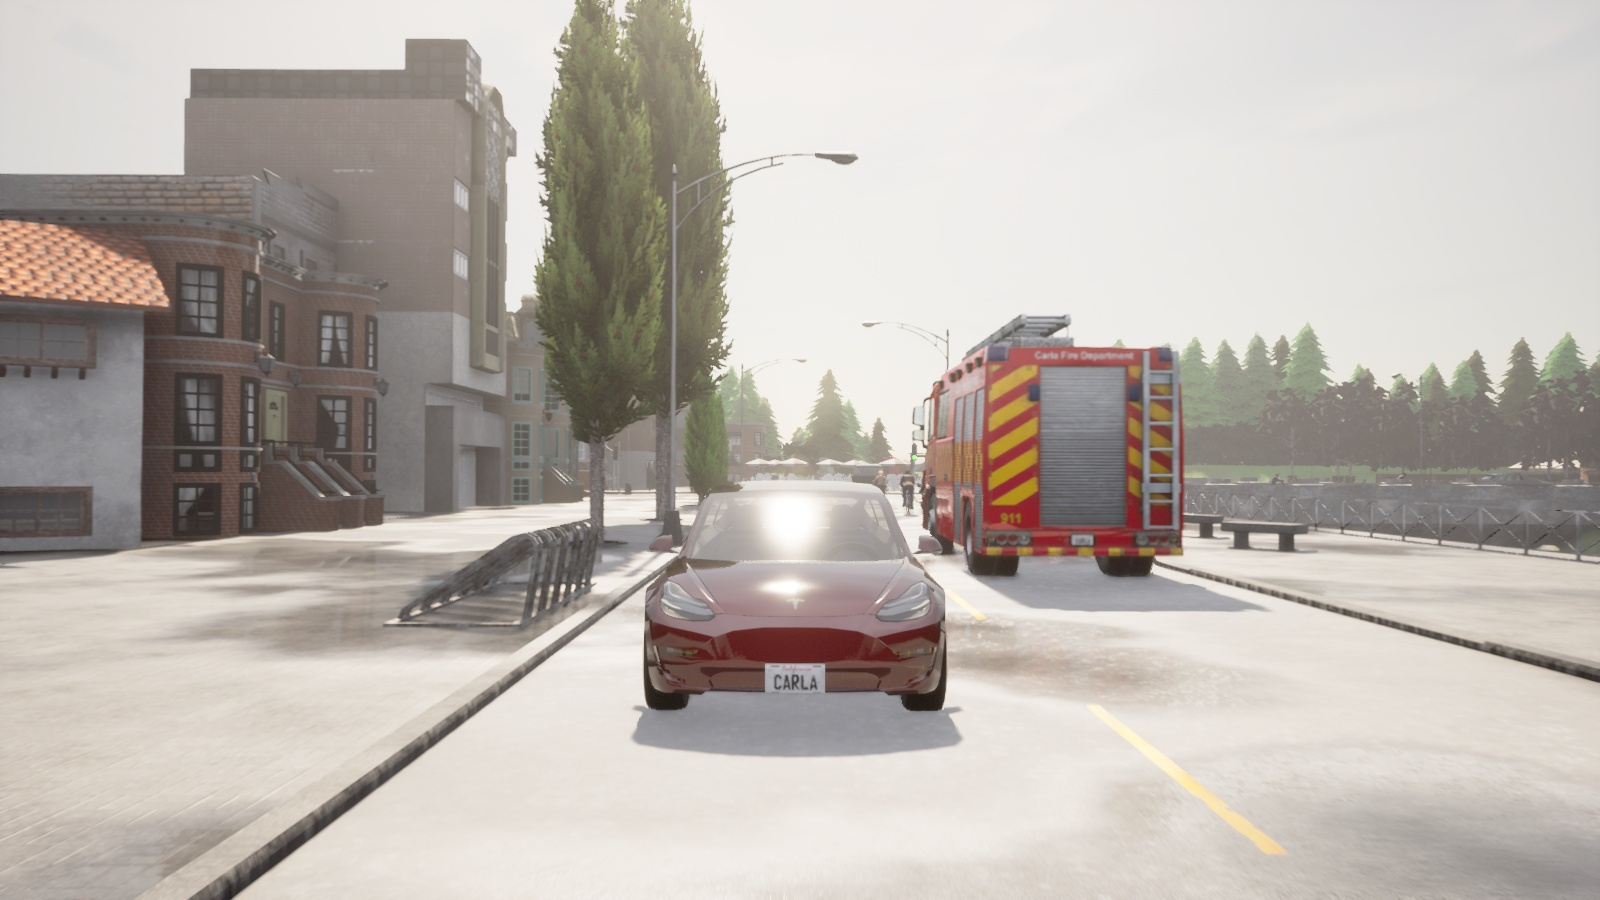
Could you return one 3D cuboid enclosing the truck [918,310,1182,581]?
[{"bbox_3d":[3.937,0.003,22.030,2.891,3.827,8.468,0,-1,0],"label":"truck"}]

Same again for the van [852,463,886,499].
[{"bbox_3d":[3.871,1.744,71.317,1.775,1.987,4.442,0,-1,1],"label":"van"}]

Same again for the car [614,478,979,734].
[{"bbox_3d":[-0.026,0.980,9.860,2.163,1.488,4.792,0,-1,0],"label":"car"}]

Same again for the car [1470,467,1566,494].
[{"bbox_3d":[45.128,1.886,78.962,4.856,1.649,2.033,0,-1,1],"label":"car"}]
